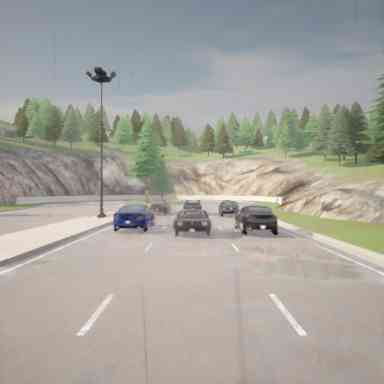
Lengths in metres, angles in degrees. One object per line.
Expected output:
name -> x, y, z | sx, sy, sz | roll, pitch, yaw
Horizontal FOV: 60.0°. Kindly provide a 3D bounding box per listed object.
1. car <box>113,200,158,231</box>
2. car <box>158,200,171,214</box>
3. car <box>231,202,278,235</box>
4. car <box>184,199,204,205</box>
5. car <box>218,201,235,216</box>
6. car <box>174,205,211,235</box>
car -> -3.445, 1.477, 20.399 | 1.882, 1.535, 5.008 | 0, 0, 0
car -> -3.323, 1.525, 34.868 | 1.812, 1.442, 4.674 | 0, 0, 3
car -> 3.544, 1.503, 18.904 | 1.837, 1.490, 4.892 | 0, -1, 0
car -> 0.150, 1.492, 34.238 | 2.128, 1.511, 4.902 | 0, 0, 2
car -> 3.558, 1.548, 32.114 | 2.033, 1.411, 5.357 | 0, 0, 2
car -> 0.042, 1.601, 18.634 | 1.895, 1.301, 4.718 | 0, 0, 1
